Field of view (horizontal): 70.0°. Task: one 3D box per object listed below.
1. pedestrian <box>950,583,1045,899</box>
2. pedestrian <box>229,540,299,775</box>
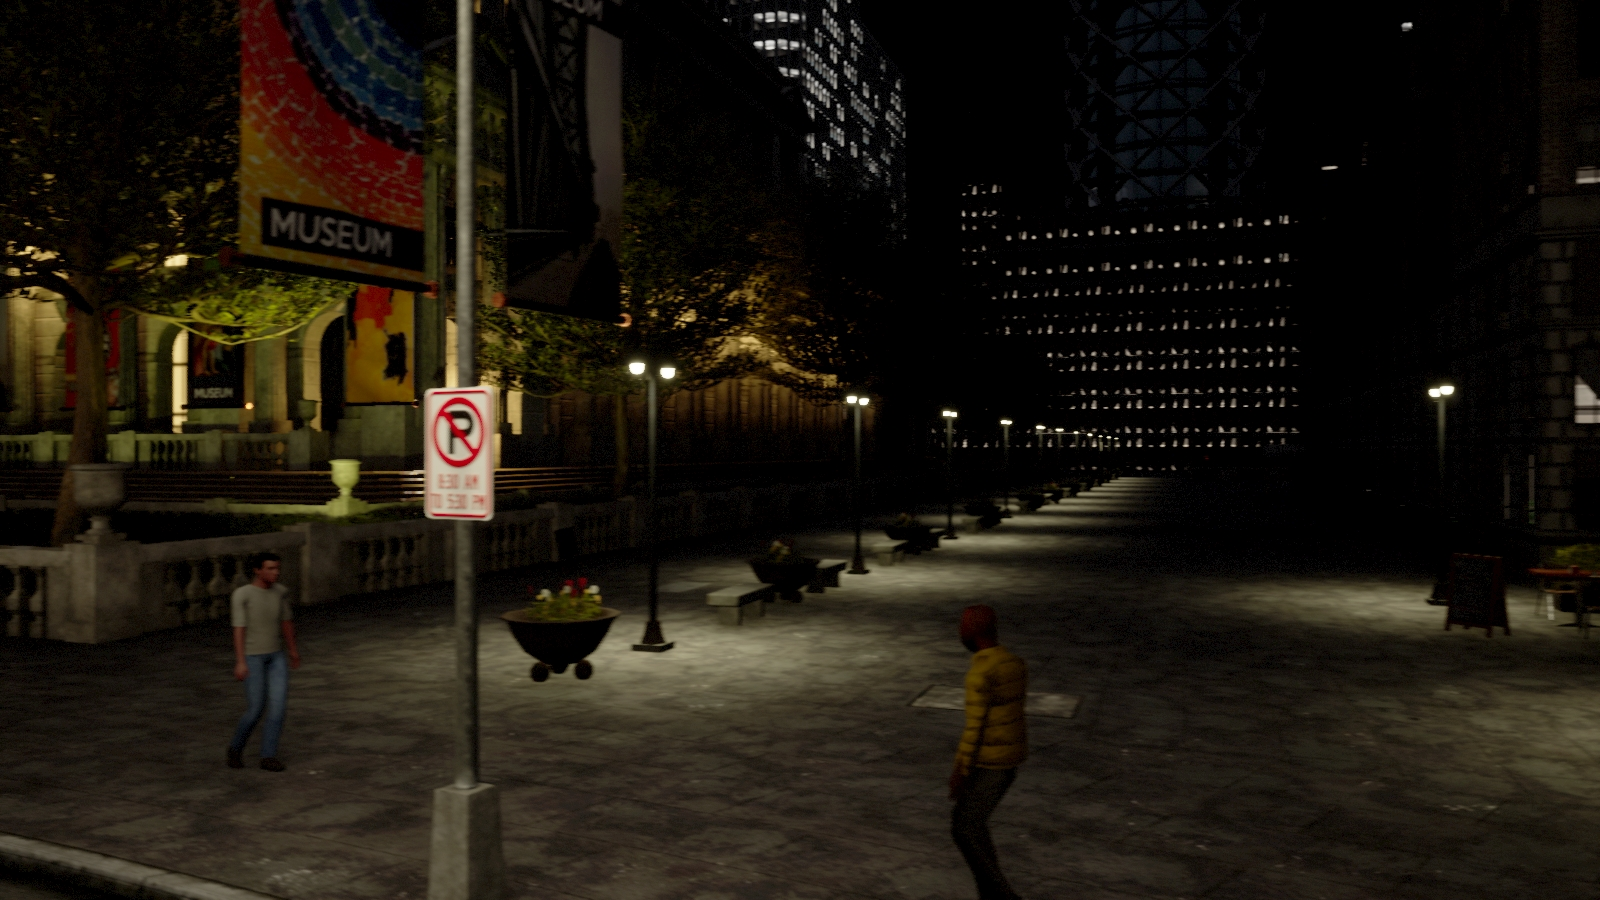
[{"bbox_3d":[1.088,1.693,6.280,0.375,1.860,0.375,0,0,40],"label":"pedestrian"},{"bbox_3d":[-4.448,1.694,9.483,0.375,1.860,0.375,0,0,32],"label":"pedestrian"}]
